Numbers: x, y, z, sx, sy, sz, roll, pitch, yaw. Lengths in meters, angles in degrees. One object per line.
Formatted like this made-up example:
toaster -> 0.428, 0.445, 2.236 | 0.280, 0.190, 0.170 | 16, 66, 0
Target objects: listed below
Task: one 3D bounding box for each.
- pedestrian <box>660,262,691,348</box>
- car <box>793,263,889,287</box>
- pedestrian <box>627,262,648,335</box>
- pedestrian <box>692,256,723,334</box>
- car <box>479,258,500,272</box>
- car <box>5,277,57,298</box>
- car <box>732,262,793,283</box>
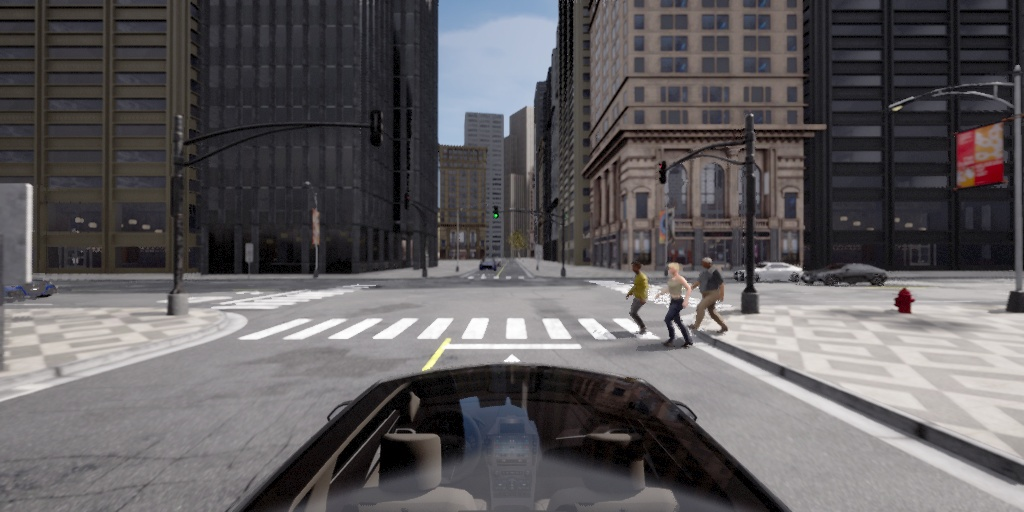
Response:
pedestrian -> 3.511, 1.027, 7.698 | 0.375, 1.860, 0.375 | 0, 0, 0
car -> 21.151, 1.163, 22.858 | 4.674, 1.442, 1.812 | 0, 0, 0
pedestrian -> 3.176, 1.024, 8.898 | 0.375, 1.860, 0.375 | 0, 0, 0
pedestrian -> 4.522, 0.867, 8.298 | 0.375, 1.860, 0.375 | 0, 0, 0
car -> -3.011, 1.037, 45.434 | 2.097, 1.767, 4.553 | 0, 0, 0
car -> -23.486, 1.316, 16.148 | 4.181, 1.385, 1.994 | 0, 0, 0
car -> 18.621, 1.185, 26.108 | 4.674, 1.442, 1.812 | 0, 0, 0
